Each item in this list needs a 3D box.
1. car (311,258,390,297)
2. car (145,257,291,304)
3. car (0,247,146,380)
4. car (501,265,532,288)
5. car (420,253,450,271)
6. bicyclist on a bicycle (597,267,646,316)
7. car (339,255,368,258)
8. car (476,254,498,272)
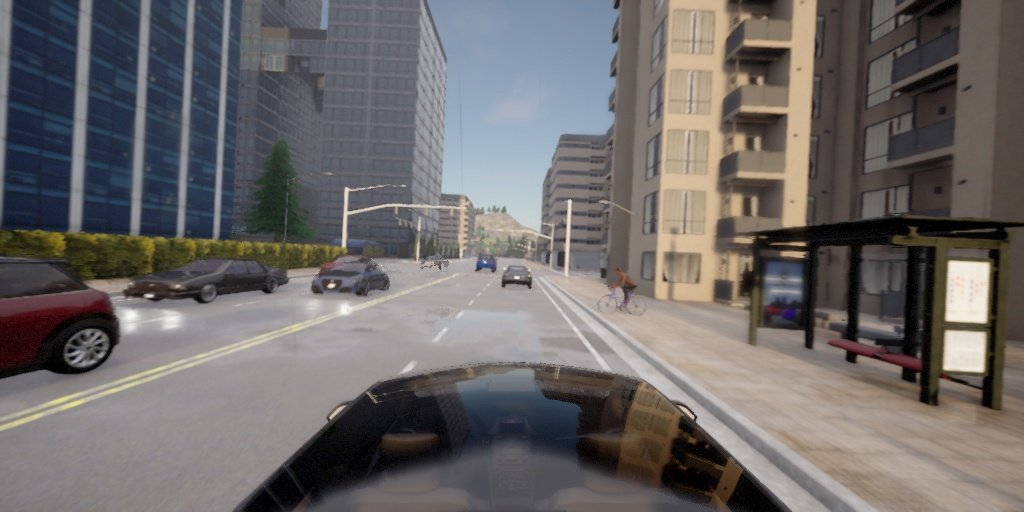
[{"bbox_3d":[-6.945,0.956,15.856,1.994,1.385,4.181,3,0,1],"label":"car"},{"bbox_3d":[-10.477,0.769,13.072,2.033,1.411,5.357,3,0,1],"label":"car"},{"bbox_3d":[-7.080,0.750,3.536,2.097,1.767,4.553,3,0,1],"label":"car"},{"bbox_3d":[0.332,1.301,24.178,1.994,1.385,4.181,3,0,1],"label":"car"},{"bbox_3d":[-6.660,0.503,31.410,1.837,1.490,4.892,3,0,1],"label":"car"},{"bbox_3d":[3.722,1.216,12.093,1.656,1.620,0.582,3,0,1],"label":"bicyclist on a bicycle"},{"bbox_3d":[-10.337,0.696,23.099,1.882,1.535,5.008,3,0,1],"label":"car"},{"bbox_3d":[-2.963,0.781,42.542,2.150,2.045,5.566,3,0,1],"label":"car"}]
